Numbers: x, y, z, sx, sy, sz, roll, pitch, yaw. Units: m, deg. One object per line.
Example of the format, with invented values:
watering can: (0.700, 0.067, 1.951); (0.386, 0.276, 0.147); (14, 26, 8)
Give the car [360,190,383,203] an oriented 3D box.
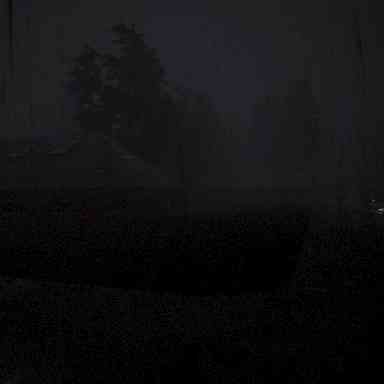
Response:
car: (20.462, 0.504, 38.189); (2.033, 1.411, 5.357); (-1, 1, 21)
